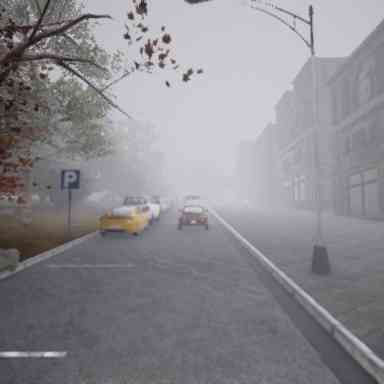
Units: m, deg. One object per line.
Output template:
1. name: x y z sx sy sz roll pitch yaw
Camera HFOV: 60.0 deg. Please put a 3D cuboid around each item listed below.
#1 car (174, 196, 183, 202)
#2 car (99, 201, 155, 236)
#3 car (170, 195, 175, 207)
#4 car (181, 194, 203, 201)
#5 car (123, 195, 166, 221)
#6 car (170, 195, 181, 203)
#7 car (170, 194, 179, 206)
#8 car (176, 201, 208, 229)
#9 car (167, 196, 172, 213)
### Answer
1. car: -3.657 1.937 91.061 2.163 1.488 4.792 1 -2 2
2. car: -3.658 1.503 18.648 2.097 1.535 5.008 0 0 2
3. car: -3.663 1.534 40.929 2.097 1.535 5.008 0 0 2
4. car: 0.090 1.276 39.456 2.150 2.045 5.566 0 0 0
5. car: -3.659 1.258 24.253 2.435 2.045 5.566 0 0 2
6. car: -3.672 1.479 74.327 2.185 1.767 4.553 0 0 2
7. car: -3.667 1.432 52.044 2.185 1.767 4.553 0 0 2
8. car: 0.083 1.552 21.499 1.812 1.442 4.674 0 0 0
9. car: -3.655 1.522 35.549 1.946 1.575 5.366 0 0 2
